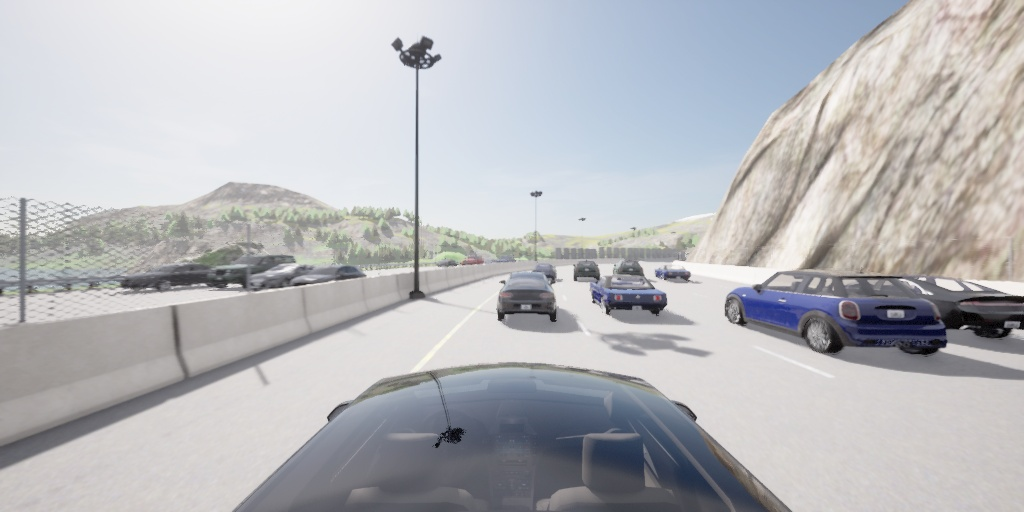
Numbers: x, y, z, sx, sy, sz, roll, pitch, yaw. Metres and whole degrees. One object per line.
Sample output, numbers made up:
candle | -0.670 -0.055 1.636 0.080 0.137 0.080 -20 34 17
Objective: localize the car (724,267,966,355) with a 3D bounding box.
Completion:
car | 7.374 1.118 8.926 2.097 1.767 4.553 0 0 3

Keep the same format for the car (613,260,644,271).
car | 9.889 1.117 30.781 2.097 1.767 4.553 0 0 10

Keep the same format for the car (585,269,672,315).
car | 4.130 1.357 13.549 1.895 1.301 4.718 0 0 4

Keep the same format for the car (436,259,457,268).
car | -11.241 1.193 61.796 2.128 1.511 4.902 0 0 18

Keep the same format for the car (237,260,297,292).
car | -12.930 1.202 21.058 2.128 1.511 4.902 0 0 7

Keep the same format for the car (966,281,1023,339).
car | 10.926 1.266 10.168 2.128 1.511 4.902 0 0 3

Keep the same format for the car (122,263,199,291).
car | -19.929 1.197 21.366 1.837 1.490 4.892 0 0 6

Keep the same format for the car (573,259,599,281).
car | 6.271 1.108 30.419 2.097 1.767 4.553 0 0 10

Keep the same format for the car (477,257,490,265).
car | -3.786 1.266 61.994 2.033 1.411 5.357 0 0 19

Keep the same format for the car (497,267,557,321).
car | 0.540 1.273 12.410 1.812 1.442 4.674 0 0 4

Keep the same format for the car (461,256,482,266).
car | -6.950 0.931 63.550 2.150 2.045 5.566 0 0 19

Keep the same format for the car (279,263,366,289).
car | -9.610 1.224 19.106 1.837 1.490 4.892 0 0 6

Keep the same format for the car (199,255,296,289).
car | -16.243 0.923 23.024 2.150 2.045 5.566 0 0 7

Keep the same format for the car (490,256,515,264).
car | -1.213 0.948 58.674 2.150 2.045 5.566 0 0 19

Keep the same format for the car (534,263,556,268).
car | 2.800 1.311 30.934 1.994 1.385 4.181 0 0 10

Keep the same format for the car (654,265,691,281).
car | 13.256 1.374 29.929 1.895 1.301 4.718 0 0 10
